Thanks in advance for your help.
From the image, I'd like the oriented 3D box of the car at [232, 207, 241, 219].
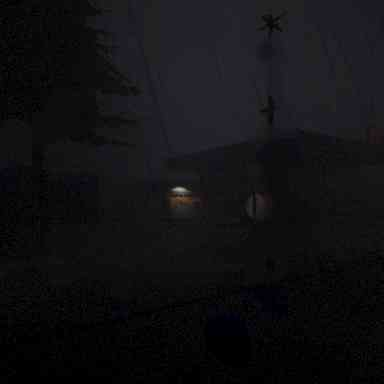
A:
[{"bbox_3d":[5.717,1.939,33.452,3.633,1.501,1.845,1,-1,-36],"label":"car"}]
